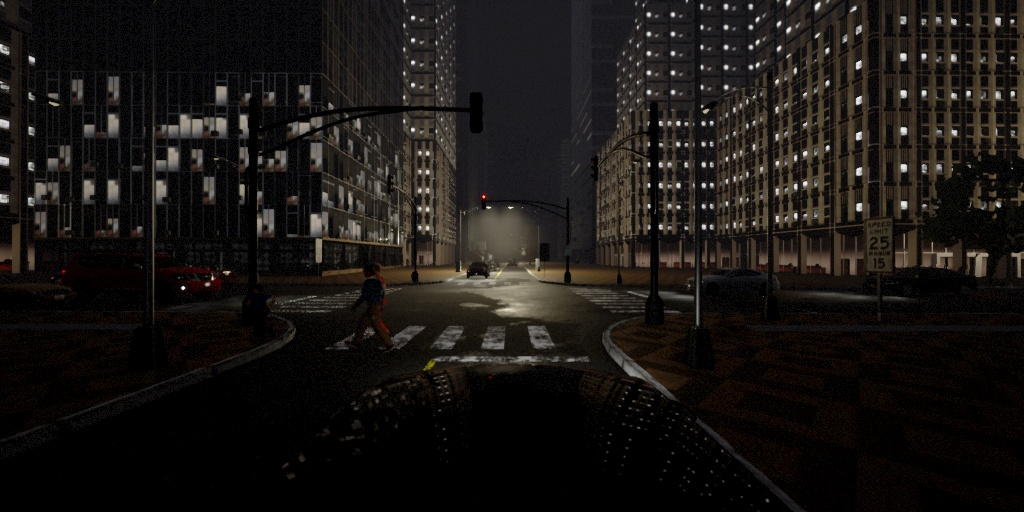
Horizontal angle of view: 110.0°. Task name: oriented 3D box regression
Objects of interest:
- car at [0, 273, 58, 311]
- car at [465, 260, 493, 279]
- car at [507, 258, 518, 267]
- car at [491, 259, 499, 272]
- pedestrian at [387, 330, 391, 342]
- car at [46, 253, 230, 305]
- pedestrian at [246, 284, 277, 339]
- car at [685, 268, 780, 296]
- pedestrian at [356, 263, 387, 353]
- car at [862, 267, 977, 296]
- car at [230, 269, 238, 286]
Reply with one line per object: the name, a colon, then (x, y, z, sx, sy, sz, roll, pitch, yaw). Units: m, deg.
car: (-18.888, 1.165, 13.018, 4.829, 1.417, 1.751, 0, 0, -1)
car: (-3.063, 1.275, 33.297, 1.812, 1.442, 4.674, 0, 0, 0)
car: (0.061, 1.291, 63.432, 2.033, 1.411, 5.357, 0, 0, 0)
car: (-3.046, 1.251, 46.299, 1.837, 1.490, 4.892, 0, 0, 0)
pedestrian: (-3.195, 1.039, 8.569, 0.375, 1.860, 0.375, 0, 0, 0)
car: (-16.195, 0.889, 15.782, 5.566, 2.045, 2.150, 0, 0, -1)
pedestrian: (-5.562, 1.171, 7.975, 0.375, 1.300, 0.375, 0, 0, 0)
car: (11.892, 1.345, 19.437, 4.674, 1.442, 1.812, 0, 0, -2)
pedestrian: (-2.875, 1.044, 7.371, 0.375, 1.860, 0.375, 0, 0, 0)
car: (22.104, 1.342, 19.569, 5.008, 1.535, 1.882, 0, 0, -1)
car: (-19.190, 1.112, 21.654, 4.097, 1.591, 1.967, 0, 0, -1)
